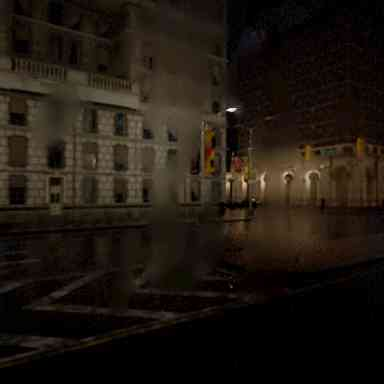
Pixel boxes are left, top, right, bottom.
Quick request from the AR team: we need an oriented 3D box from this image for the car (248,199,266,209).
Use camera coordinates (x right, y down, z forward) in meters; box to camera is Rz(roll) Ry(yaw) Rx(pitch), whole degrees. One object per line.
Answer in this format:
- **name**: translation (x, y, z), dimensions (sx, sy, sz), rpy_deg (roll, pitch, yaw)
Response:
- **car**: translation (8.987, 1.735, 49.736), dimensions (1.994, 1.385, 4.181), rpy_deg (0, 0, -35)

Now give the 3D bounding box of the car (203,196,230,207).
- **car**: translation (4.137, 1.522, 56.716), dimensions (2.097, 1.767, 4.553), rpy_deg (0, 0, -34)

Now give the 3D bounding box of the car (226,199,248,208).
- **car**: translation (5.493, 1.755, 48.617), dimensions (1.895, 1.301, 4.718), rpy_deg (0, 0, -35)
